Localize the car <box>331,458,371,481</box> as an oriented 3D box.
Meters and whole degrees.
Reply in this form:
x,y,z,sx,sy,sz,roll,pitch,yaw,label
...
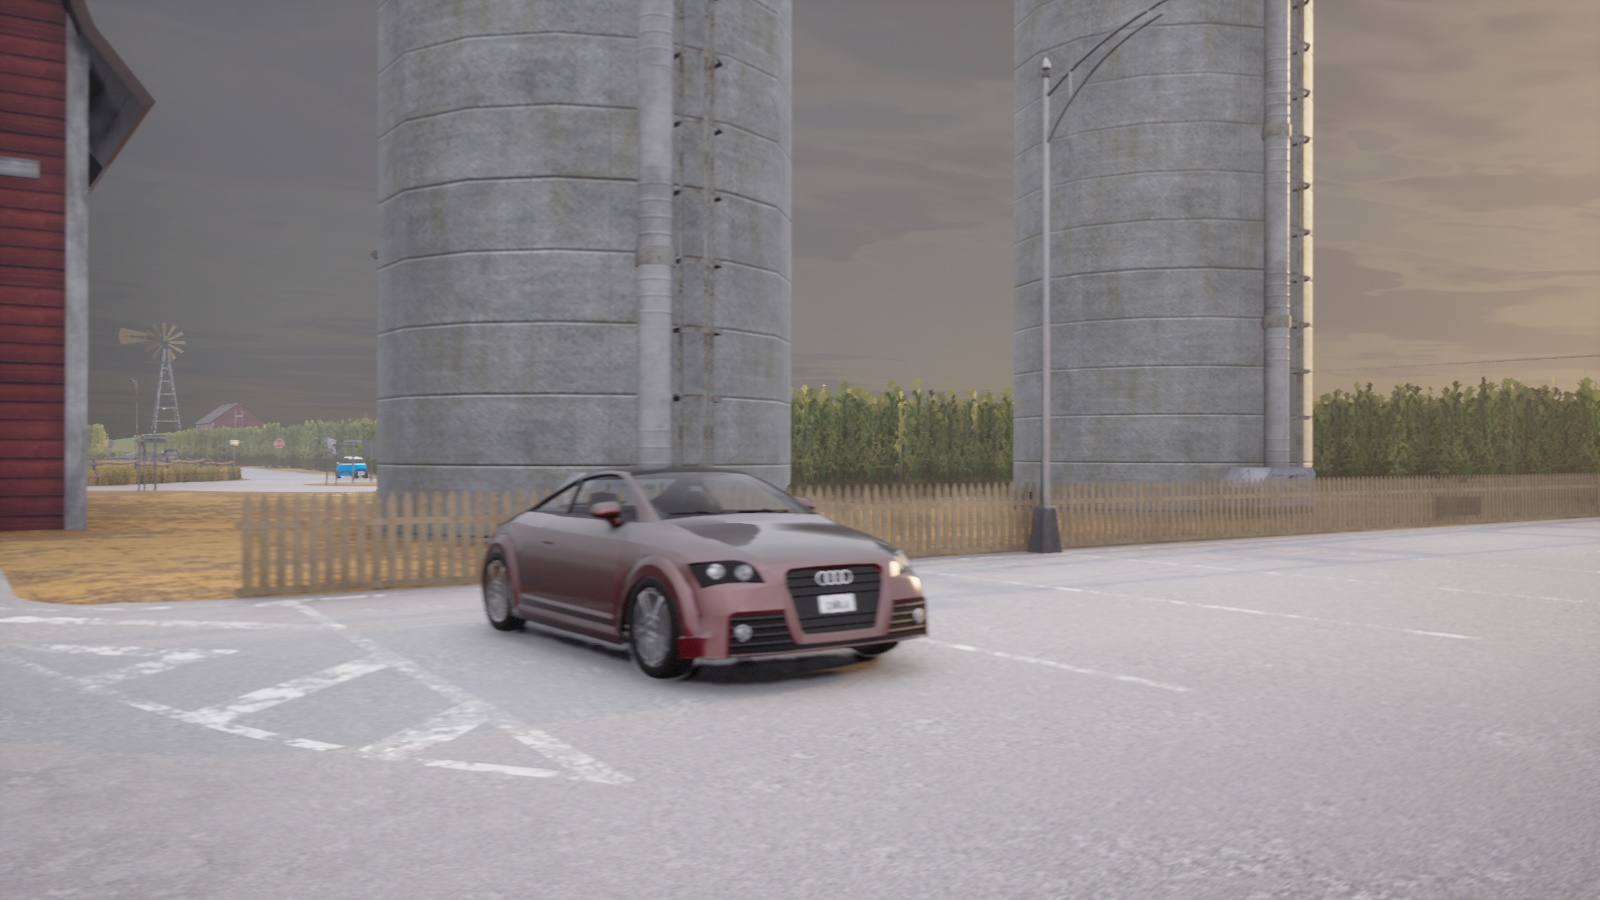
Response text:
x,y,z,sx,sy,sz,roll,pitch,yaw,label
-27.561,1.187,77.019,2.207,1.376,1.481,0,0,44,car
